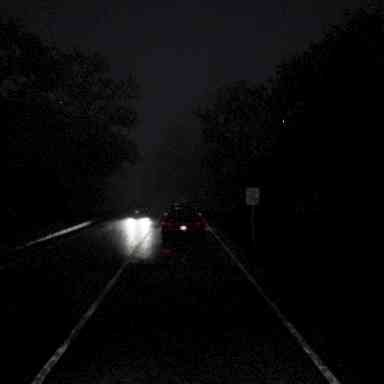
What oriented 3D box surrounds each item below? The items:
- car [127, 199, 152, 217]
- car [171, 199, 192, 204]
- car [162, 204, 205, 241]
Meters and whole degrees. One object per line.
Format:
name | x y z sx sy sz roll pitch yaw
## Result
car | -4.634 1.394 29.851 2.128 1.511 4.902 0 0 -2
car | -1.062 1.390 32.974 1.882 1.535 5.008 0 0 -2
car | -0.441 1.516 16.373 1.994 1.385 4.181 0 0 -2
